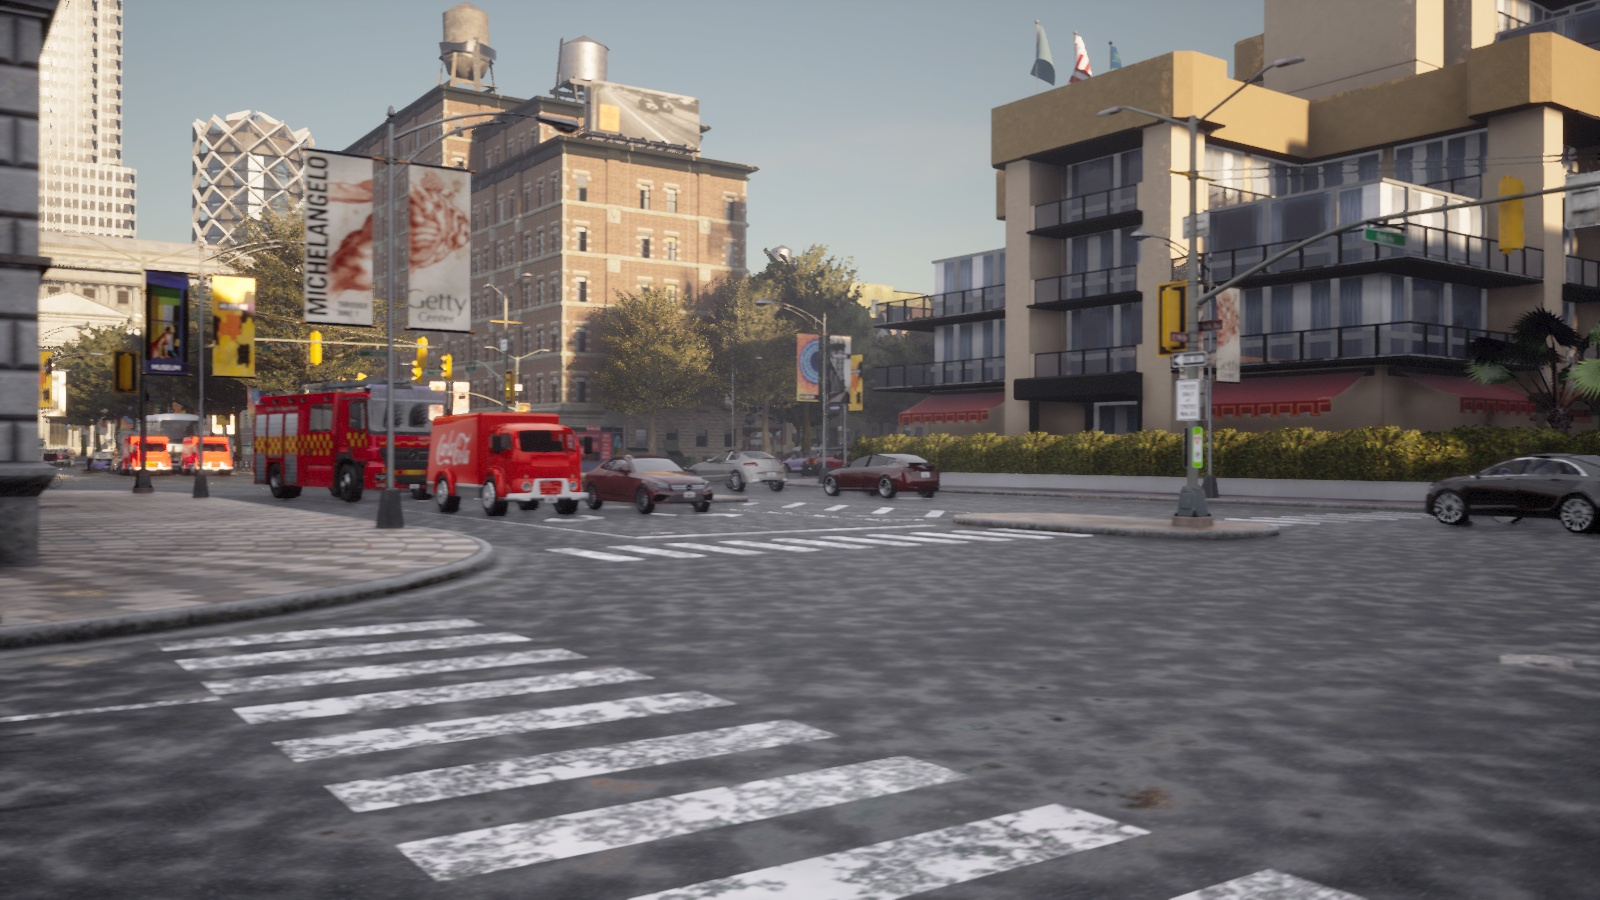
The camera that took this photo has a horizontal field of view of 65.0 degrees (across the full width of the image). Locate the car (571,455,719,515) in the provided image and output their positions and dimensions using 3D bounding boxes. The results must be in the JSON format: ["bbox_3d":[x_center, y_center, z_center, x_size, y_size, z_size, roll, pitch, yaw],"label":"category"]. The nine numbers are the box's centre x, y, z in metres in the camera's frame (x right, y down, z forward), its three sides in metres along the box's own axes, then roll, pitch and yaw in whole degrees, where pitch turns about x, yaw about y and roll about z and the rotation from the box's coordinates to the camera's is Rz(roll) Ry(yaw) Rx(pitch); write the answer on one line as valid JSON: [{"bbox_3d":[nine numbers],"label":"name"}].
[{"bbox_3d":[-4.113,0.859,32.662,1.812,1.442,4.674,0,0,-35],"label":"car"}]

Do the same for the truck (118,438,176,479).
[{"bbox_3d":[-40.901,0.537,78.566,2.627,2.467,5.204,0,0,-35],"label":"truck"}]

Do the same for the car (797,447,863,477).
[{"bbox_3d":[1.966,0.734,80.719,3.866,1.878,1.905,0,0,-36],"label":"car"}]

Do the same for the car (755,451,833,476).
[{"bbox_3d":[-0.389,0.880,83.335,4.856,1.649,2.033,0,0,-36],"label":"car"}]

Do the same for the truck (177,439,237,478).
[{"bbox_3d":[-38.066,0.536,80.573,2.627,2.467,5.204,0,0,-35],"label":"truck"}]

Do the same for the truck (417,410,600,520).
[{"bbox_3d":[-7.329,0.350,31.146,2.627,2.467,5.204,0,0,-35],"label":"truck"}]

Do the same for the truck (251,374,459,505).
[{"bbox_3d":[-14.619,-0.289,40.822,8.468,3.827,2.891,0,0,44],"label":"truck"}]

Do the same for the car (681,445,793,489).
[{"bbox_3d":[-2.591,0.652,50.345,2.152,1.651,5.027,0,0,-35],"label":"car"}]

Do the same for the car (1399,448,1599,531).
[{"bbox_3d":[14.817,0.731,25.210,2.128,1.511,4.902,0,0,-21],"label":"car"}]

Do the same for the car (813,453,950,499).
[{"bbox_3d":[2.712,0.844,42.920,2.163,1.488,4.792,0,0,-35],"label":"car"}]

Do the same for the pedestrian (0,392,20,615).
[{"bbox_3d":[-6.962,0.442,10.495,0.720,1.854,0.376,0,0,-26],"label":"pedestrian"}]
